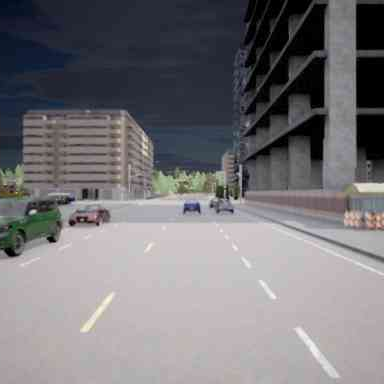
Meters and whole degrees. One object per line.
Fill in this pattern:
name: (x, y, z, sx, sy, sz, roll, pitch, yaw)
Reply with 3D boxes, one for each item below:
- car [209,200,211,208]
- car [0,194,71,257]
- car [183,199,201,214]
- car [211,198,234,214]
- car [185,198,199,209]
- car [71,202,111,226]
car: (3.489, 1.596, 48.274, 1.812, 1.442, 4.674, 0, 0, 0)
car: (-7.103, 1.244, 13.390, 2.150, 2.045, 5.566, 0, 0, 0)
car: (0.000, 1.531, 36.308, 1.882, 1.535, 5.008, 0, 0, 0)
car: (3.502, 1.601, 36.638, 2.033, 1.411, 5.357, 0, 0, 0)
car: (-0.008, 1.635, 47.856, 1.994, 1.385, 4.181, 0, 0, 0)
car: (-7.083, 1.601, 23.447, 1.994, 1.385, 4.181, 0, 0, 0)
